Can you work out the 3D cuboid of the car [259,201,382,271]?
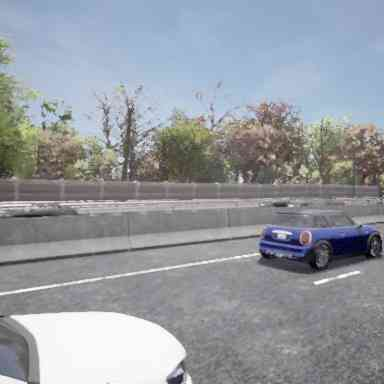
[{"bbox_3d":[4.421,1.353,11.202,4.553,1.767,2.097,0,0,-35],"label":"car"}]

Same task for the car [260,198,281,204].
[{"bbox_3d":[10.468,1.509,41.537,4.902,1.511,2.128,0,0,-35],"label":"car"}]

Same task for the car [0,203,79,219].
[{"bbox_3d":[-10.238,1.490,22.475,4.902,1.511,2.128,0,0,-35],"label":"car"}]

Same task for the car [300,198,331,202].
[{"bbox_3d":[14.133,1.495,35.560,5.008,1.535,1.882,0,0,-35],"label":"car"}]

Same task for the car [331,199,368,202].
[{"bbox_3d":[16.400,1.565,32.881,5.357,1.411,2.033,0,0,-35],"label":"car"}]

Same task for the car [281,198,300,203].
[{"bbox_3d":[13.236,1.510,39.215,4.902,1.511,2.128,0,0,-35],"label":"car"}]

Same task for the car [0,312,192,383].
[{"bbox_3d":[-2.149,1.525,2.215,4.674,1.442,1.812,0,0,-36],"label":"car"}]
